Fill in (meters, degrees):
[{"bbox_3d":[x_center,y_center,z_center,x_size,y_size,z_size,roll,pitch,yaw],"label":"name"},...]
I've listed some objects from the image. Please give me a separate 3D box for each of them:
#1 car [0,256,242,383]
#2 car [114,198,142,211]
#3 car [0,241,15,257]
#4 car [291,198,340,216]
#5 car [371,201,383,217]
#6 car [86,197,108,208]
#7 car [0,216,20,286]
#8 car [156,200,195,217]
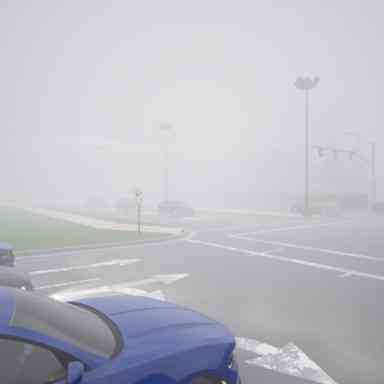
[{"bbox_3d":[-1.830,1.478,2.455,5.008,1.535,1.882,0,0,-35],"label":"car"},{"bbox_3d":[-7.792,1.491,40.215,2.128,1.511,4.902,0,0,-36],"label":"car"},{"bbox_3d":[-4.551,1.564,4.817,4.181,1.385,1.994,0,0,-35],"label":"car"},{"bbox_3d":[12.090,1.351,32.926,2.097,1.767,4.553,0,0,-36],"label":"car"},{"bbox_3d":[19.014,1.221,29.423,2.150,2.045,5.566,0,0,-36],"label":"car"},{"bbox_3d":[-13.955,1.491,48.635,2.128,1.511,4.902,0,0,-36],"label":"car"},{"bbox_3d":[-6.823,1.478,7.496,5.008,1.535,1.882,0,0,-35],"label":"car"},{"bbox_3d":[-1.637,1.505,31.839,1.837,1.490,4.892,0,0,-36],"label":"car"}]
